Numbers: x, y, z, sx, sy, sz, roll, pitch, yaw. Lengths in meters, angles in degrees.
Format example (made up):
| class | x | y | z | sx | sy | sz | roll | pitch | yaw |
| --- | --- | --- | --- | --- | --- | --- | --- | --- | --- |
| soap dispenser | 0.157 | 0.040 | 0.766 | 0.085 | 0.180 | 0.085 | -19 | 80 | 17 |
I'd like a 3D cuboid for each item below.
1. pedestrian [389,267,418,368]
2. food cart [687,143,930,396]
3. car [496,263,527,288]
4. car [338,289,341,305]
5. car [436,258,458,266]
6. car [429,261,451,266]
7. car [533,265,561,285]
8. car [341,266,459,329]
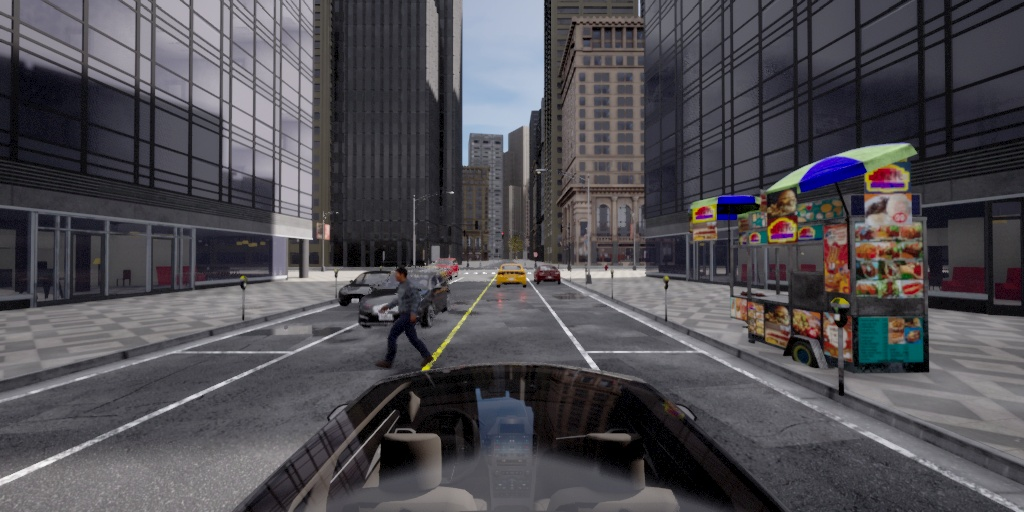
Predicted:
| class | x | y | z | sx | sy | sz | roll | pitch | yaw |
| --- | --- | --- | --- | --- | --- | --- | --- | --- | --- |
| pedestrian | -1.916 | 1.045 | 6.339 | 0.375 | 1.860 | 0.375 | 1 | -1 | -18 |
| food cart | 5.614 | 0.217 | 7.211 | 2.280 | 3.560 | 4.660 | 0 | 0 | 0 |
| car | -0.024 | 1.257 | 24.208 | 1.882 | 1.535 | 5.008 | 0 | 0 | 0 |
| car | -5.914 | 1.327 | 15.731 | 1.948 | 1.339 | 4.313 | 0 | 0 | 0 |
| car | -5.981 | 1.116 | 32.107 | 2.192 | 1.841 | 5.009 | 0 | 0 | 0 |
| car | -5.958 | 1.311 | 26.478 | 1.751 | 1.417 | 4.829 | 0 | 0 | 0 |
| car | 2.566 | 1.330 | 26.681 | 1.888 | 1.381 | 4.507 | 0 | 0 | 0 |
| car | -3.138 | 1.247 | 11.355 | 2.128 | 1.511 | 4.902 | 0 | 0 | 0 |
